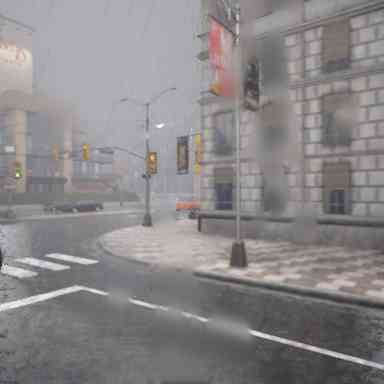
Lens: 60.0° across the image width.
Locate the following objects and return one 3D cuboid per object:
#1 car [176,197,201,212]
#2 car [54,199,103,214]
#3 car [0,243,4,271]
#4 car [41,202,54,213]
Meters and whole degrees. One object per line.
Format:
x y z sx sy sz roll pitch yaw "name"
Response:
0.056 1.429 40.378 2.097 1.767 4.553 0 0 36 "car"
-12.300 1.576 37.258 1.882 1.535 5.008 0 0 36 "car"
-7.132 1.600 10.045 1.994 1.385 4.181 0 0 -40 "car"
-15.250 1.601 39.147 2.128 1.511 4.902 0 0 36 "car"
